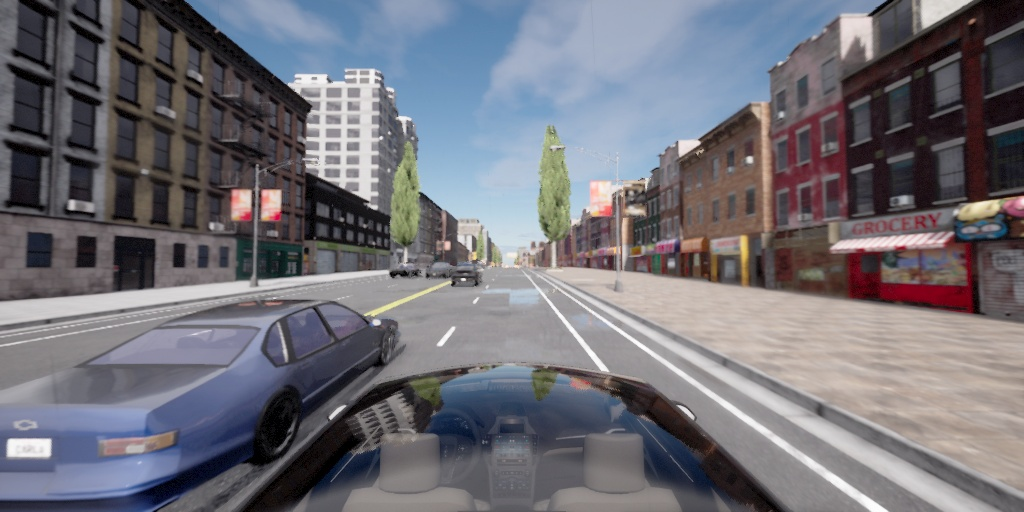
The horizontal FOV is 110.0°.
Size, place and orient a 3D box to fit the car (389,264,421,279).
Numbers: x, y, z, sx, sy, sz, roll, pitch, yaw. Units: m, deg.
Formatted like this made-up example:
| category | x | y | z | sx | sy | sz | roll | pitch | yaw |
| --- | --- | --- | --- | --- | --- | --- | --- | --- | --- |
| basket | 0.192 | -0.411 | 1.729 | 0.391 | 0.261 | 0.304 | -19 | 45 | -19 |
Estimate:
| category | x | y | z | sx | sy | sz | roll | pitch | yaw |
| --- | --- | --- | --- | --- | --- | --- | --- | --- | --- |
| car | -9.840 | 1.430 | 33.316 | 1.895 | 1.301 | 4.718 | 0 | 0 | 0 |

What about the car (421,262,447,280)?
| category | x | y | z | sx | sy | sz | roll | pitch | yaw |
| --- | --- | --- | --- | --- | --- | --- | --- | --- | --- |
| car | -6.591 | 1.304 | 32.909 | 1.882 | 1.535 | 5.008 | 0 | 0 | 0 |

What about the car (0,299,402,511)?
| category | x | y | z | sx | sy | sz | roll | pitch | yaw |
| --- | --- | --- | --- | --- | --- | --- | --- | --- | --- |
| car | -3.150 | 1.299 | 4.851 | 2.033 | 1.411 | 5.357 | 0 | 0 | 0 |

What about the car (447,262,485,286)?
| category | x | y | z | sx | sy | sz | roll | pitch | yaw |
| --- | --- | --- | --- | --- | --- | --- | --- | --- | --- |
| car | -3.149 | 1.292 | 25.716 | 1.837 | 1.490 | 4.892 | 0 | 0 | 0 |
